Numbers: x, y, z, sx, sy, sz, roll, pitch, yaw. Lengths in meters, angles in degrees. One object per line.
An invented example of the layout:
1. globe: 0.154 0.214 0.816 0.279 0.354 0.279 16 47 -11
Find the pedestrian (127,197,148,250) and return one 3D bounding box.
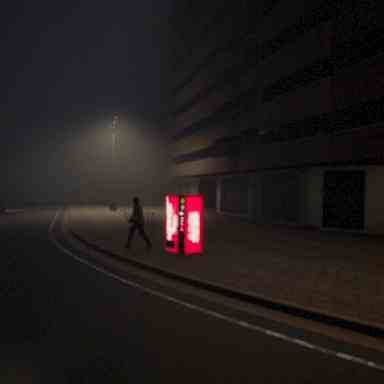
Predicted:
1. pedestrian: -1.823 1.011 11.059 0.375 1.860 0.375 0 1 -37

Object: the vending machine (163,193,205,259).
1. vending machine: -0.277 1.084 11.310 1.100 2.100 0.880 0 1 -39

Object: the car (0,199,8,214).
1. car: -16.225 1.040 26.626 1.812 1.442 4.674 1 1 -20
